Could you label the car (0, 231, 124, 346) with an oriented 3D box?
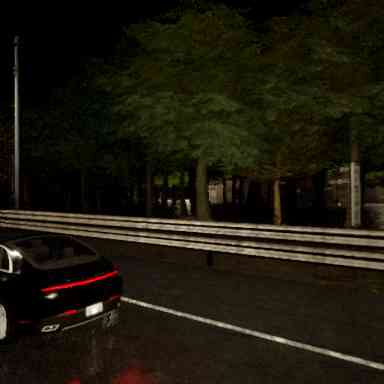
[{"bbox_3d":[-3.452,1.532,6.453,4.892,1.490,1.837,0,0,35],"label":"car"}]
